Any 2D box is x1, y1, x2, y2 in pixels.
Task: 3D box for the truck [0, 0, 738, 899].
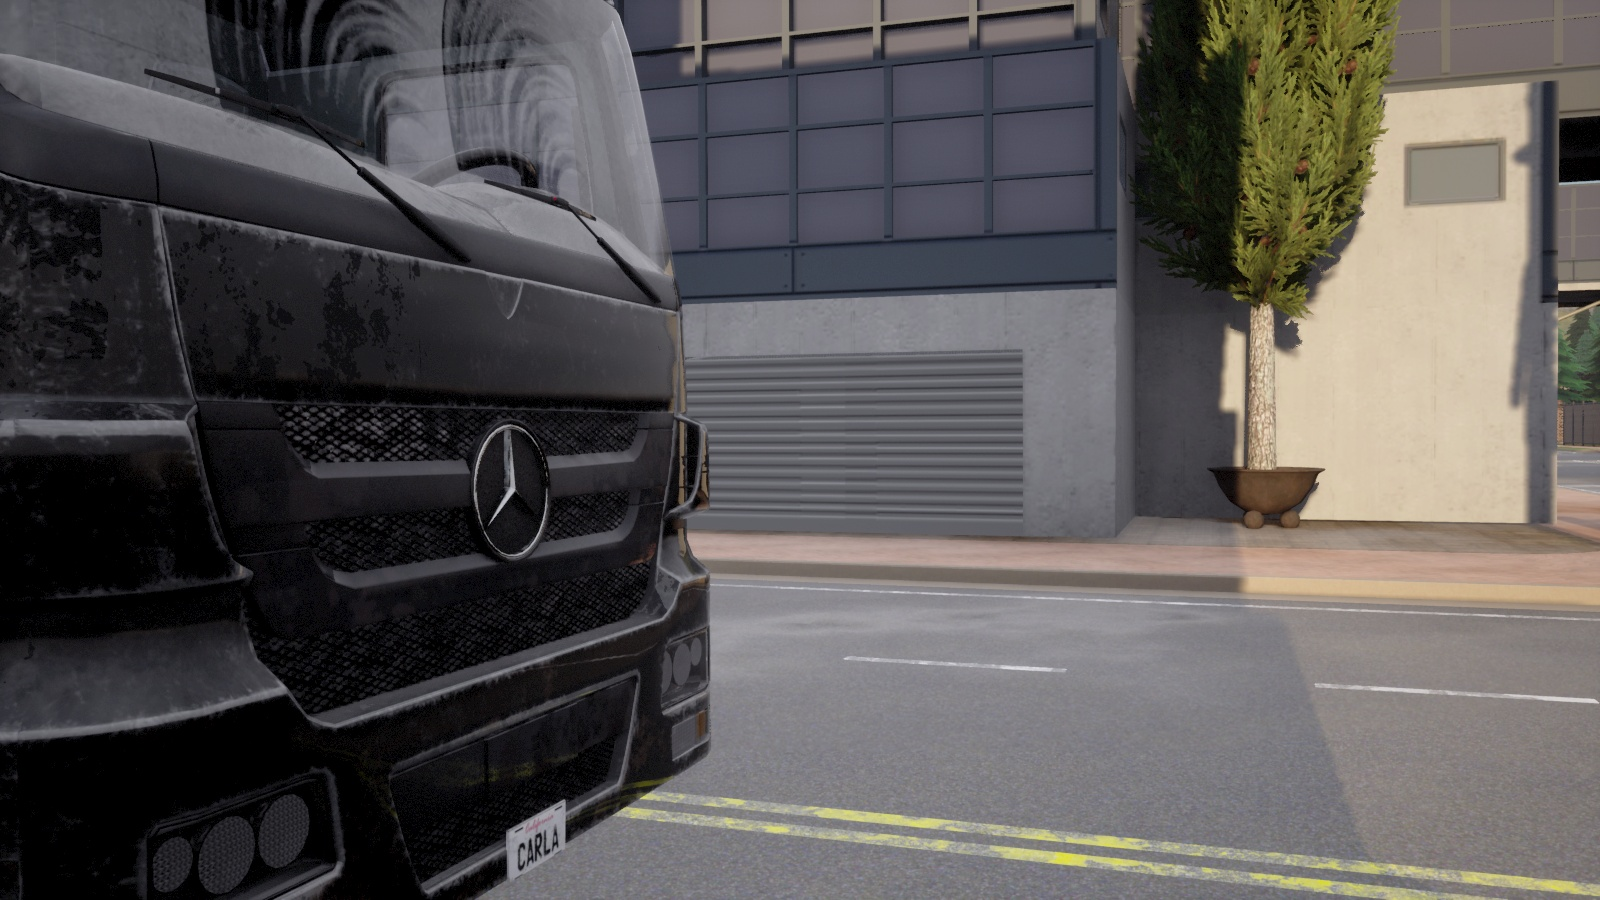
[{"bbox_3d":[-4.464,-0.248,4.736,7.936,3.462,2.891,1,1,20],"label":"truck"}]
